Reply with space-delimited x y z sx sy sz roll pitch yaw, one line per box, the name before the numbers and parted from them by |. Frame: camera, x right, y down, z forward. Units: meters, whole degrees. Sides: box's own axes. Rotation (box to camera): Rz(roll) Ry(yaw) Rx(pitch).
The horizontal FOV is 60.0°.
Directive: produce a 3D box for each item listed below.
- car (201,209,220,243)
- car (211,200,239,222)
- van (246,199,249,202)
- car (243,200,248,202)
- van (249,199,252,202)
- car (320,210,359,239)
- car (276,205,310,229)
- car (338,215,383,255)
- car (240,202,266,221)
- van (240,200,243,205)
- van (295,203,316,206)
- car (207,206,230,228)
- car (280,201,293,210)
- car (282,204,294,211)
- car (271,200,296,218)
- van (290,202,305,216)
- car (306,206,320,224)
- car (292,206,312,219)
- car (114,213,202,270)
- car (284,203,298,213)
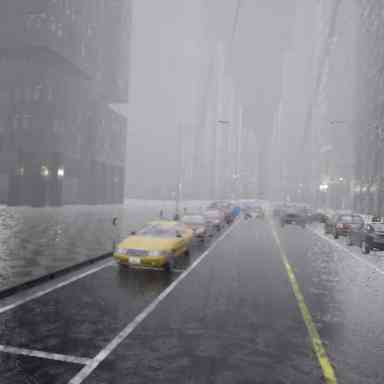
car | 0.128 1.750 17.147 1.802 1.307 4.206 2 -1 12
car | 2.456 1.690 28.263 2.192 1.841 5.009 2 -1 12
van | 8.245 2.237 56.049 1.690 1.788 3.998 2 -1 12
car | 7.077 2.372 50.489 1.802 1.307 4.206 2 -1 12
van | 10.561 2.447 67.163 1.690 1.788 3.998 2 -1 12
car | 9.632 2.056 20.969 1.967 1.590 4.097 2 -1 12
car | 8.279 2.128 27.668 1.837 1.490 4.892 2 0 12
car | 8.469 2.064 15.411 2.008 1.369 4.403 2 -1 12
car | 6.472 2.098 34.236 2.128 1.511 4.902 2 -1 12
van | 4.771 1.923 39.378 1.690 1.788 3.998 2 -1 12
van | 13.110 2.268 37.643 1.690 1.788 3.998 2 -1 12
car | 1.286 1.853 22.704 1.802 1.307 4.206 2 -1 12
car | 20.060 2.872 70.986 2.192 1.841 5.009 2 -1 12
car | 18.891 3.033 65.426 1.802 1.307 4.206 2 -1 12
car | 10.793 2.198 39.780 2.097 1.767 4.553 2 -1 12
van | 15.426 2.477 48.757 1.690 1.788 3.998 2 -1 12
car | 11.944 2.374 32.084 2.008 1.369 4.403 2 -1 12
car | 14.260 2.576 43.198 1.887 1.381 4.507 2 -1 12
car | -1.062 1.588 11.424 1.752 1.417 4.829 2 -1 12
car | 17.738 2.786 59.871 1.967 1.590 4.097 2 -1 12
